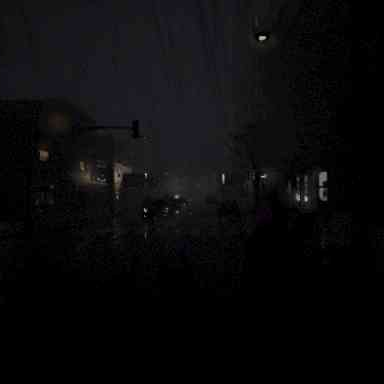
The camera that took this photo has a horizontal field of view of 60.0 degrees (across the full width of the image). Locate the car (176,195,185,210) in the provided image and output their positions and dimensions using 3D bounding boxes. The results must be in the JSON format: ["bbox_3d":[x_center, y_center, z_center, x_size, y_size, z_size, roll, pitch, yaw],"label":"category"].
[{"bbox_3d":[-2.403,1.517,42.462,2.033,1.411,5.357,0,0,1],"label":"car"}]

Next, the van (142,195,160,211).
[{"bbox_3d":[-5.014,1.322,40.900,1.690,1.788,3.998,1,0,1],"label":"van"}]

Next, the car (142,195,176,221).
[{"bbox_3d":[-2.659,1.338,26.649,2.097,1.767,4.553,0,0,1],"label":"car"}]

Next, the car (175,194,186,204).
[{"bbox_3d":[-2.021,1.597,61.291,1.895,1.301,4.718,0,0,1],"label":"car"}]

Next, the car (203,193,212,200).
[{"bbox_3d":[4.138,1.223,90.564,2.192,1.841,5.009,1,0,1],"label":"car"}]

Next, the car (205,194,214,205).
[{"bbox_3d":[3.623,1.463,57.529,1.752,1.417,4.829,1,0,1],"label":"car"}]

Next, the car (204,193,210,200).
[{"bbox_3d":[3.709,1.458,63.063,1.752,1.417,4.829,1,0,1],"label":"car"}]

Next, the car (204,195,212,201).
[{"bbox_3d":[4.052,1.438,85.199,1.752,1.417,4.829,1,0,1],"label":"car"}]

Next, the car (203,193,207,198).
[{"bbox_3d":[3.878,1.468,73.961,1.887,1.381,4.507,1,0,1],"label":"car"}]

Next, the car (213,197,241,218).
[{"bbox_3d":[3.192,1.403,29.687,1.967,1.590,4.097,1,0,1],"label":"car"}]

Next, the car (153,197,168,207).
[{"bbox_3d":[-4.845,1.553,51.967,1.802,1.307,4.206,1,0,1],"label":"car"}]

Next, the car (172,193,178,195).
[{"bbox_3d":[-4.584,1.271,68.568,2.192,1.841,5.009,1,0,1],"label":"car"}]
